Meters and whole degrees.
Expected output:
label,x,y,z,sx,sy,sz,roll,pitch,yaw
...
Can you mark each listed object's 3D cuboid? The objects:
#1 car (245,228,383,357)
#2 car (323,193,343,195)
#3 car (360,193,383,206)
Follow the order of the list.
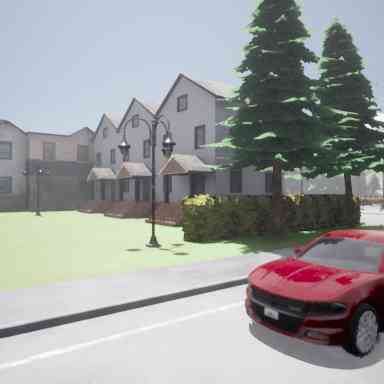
label,x,y,z,sx,sy,sz,roll,pitch,yaw
car,3.180,1.483,6.227,5.008,1.535,1.882,0,0,-35
car,30.275,1.136,72.905,1.905,1.878,3.866,0,0,-36
car,27.531,1.142,49.485,1.932,1.855,4.605,0,0,-36
